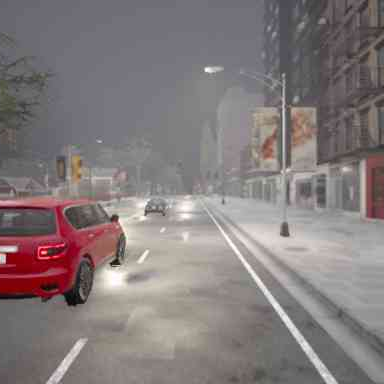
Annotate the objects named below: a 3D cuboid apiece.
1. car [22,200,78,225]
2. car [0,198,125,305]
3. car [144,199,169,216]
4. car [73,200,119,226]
[{"bbox_3d":[-9.746,1.347,23.281,1.837,1.490,4.892,0,0,0],"label":"car"},{"bbox_3d":[-3.148,1.159,8.053,2.150,2.045,5.566,0,0,0],"label":"car"},{"bbox_3d":[-3.143,1.320,29.831,2.033,1.411,5.357,0,0,0],"label":"car"},{"bbox_3d":[-6.497,1.355,23.060,1.812,1.442,4.674,0,0,0],"label":"car"}]
